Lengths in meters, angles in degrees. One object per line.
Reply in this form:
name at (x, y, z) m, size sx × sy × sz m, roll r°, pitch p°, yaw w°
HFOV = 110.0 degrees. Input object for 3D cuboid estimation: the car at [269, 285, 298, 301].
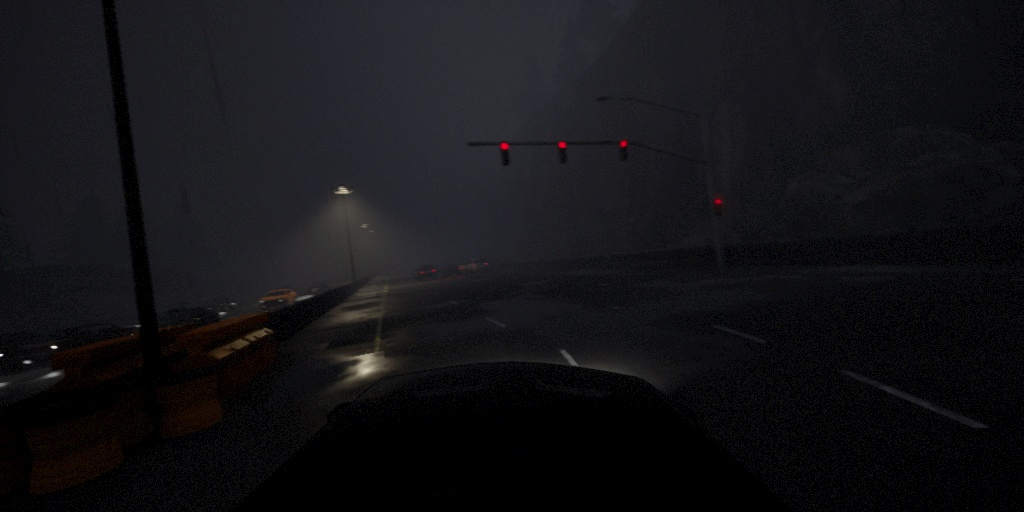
car at (-28.829, 4.634, 45.447) m, size 1.837 × 1.490 × 4.892 m, roll -7°, pitch 0°, yaw -18°

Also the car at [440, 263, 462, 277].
car at (-8.634, 1.951, 50.861) m, size 2.097 × 1.767 × 4.553 m, roll -7°, pitch 1°, yaw -19°

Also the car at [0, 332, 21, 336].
car at (-22.316, 4.096, 15.297) m, size 2.033 × 1.411 × 5.357 m, roll -7°, pitch 0°, yaw -19°

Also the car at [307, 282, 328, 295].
car at (-26.056, 4.276, 48.150) m, size 2.128 × 1.511 × 4.902 m, roll -7°, pitch 1°, yaw -19°

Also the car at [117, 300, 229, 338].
car at (-15.479, 3.215, 16.792) m, size 1.812 × 1.442 × 4.674 m, roll -7°, pitch 0°, yaw -19°

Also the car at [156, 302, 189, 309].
car at (-32.331, 5.192, 33.972) m, size 1.837 × 1.490 × 4.892 m, roll -7°, pitch 1°, yaw -19°

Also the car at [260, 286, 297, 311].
car at (-20.529, 3.734, 31.617) m, size 1.882 × 1.535 × 5.008 m, roll -7°, pitch 0°, yaw -19°

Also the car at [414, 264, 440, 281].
car at (-11.710, 2.220, 49.052) m, size 2.150 × 2.045 × 5.566 m, roll -7°, pitch 1°, yaw -19°

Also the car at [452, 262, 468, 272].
car at (-9.314, 1.971, 63.680) m, size 1.882 × 1.535 × 5.008 m, roll -7°, pitch 1°, yaw -19°

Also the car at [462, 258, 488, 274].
car at (-5.047, 1.382, 51.037) m, size 2.150 × 2.045 × 5.566 m, roll -7°, pitch 1°, yaw -19°

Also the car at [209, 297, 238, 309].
car at (-29.254, 4.856, 35.747) m, size 1.994 × 1.385 × 4.181 m, roll -7°, pitch 1°, yaw -19°

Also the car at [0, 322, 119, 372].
car at (-18.642, 3.690, 15.323) m, size 1.895 × 1.301 × 4.718 m, roll -7°, pitch 0°, yaw -19°
